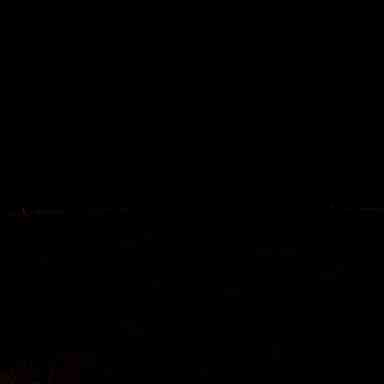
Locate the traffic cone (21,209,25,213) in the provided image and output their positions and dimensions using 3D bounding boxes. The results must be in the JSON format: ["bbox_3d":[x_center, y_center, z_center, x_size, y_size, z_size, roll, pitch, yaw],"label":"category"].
[{"bbox_3d":[-21.639,2.342,42.597,0.340,0.580,0.340,0,0,24],"label":"traffic cone"}]

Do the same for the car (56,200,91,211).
[{"bbox_3d":[-16.568,1.889,46.720,1.882,1.535,5.008,-1,-1,37],"label":"car"}]
